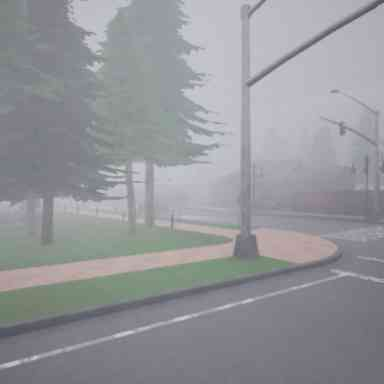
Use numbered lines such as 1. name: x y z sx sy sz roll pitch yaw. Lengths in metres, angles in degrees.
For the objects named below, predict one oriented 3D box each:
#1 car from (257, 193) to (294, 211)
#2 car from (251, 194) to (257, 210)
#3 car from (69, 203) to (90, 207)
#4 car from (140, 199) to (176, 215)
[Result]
1. car: 9.921 1.099 37.377 4.605 1.855 1.932 0 0 -37
2. car: 8.103 1.102 39.157 3.866 1.878 1.905 0 0 -37
3. car: -17.466 1.447 51.737 2.128 1.511 4.902 0 0 -42
4. car: -3.525 1.443 33.761 2.128 1.511 4.902 0 0 -37
